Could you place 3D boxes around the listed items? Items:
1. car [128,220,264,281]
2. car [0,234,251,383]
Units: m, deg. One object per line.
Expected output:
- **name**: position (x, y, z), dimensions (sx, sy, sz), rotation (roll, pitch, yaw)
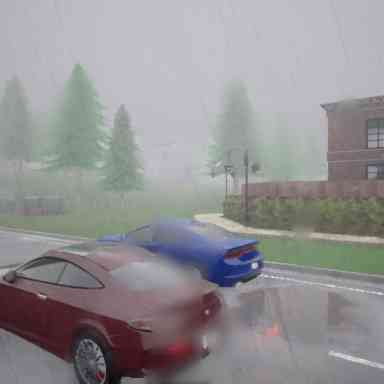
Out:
- **car**: position (-0.624, 1.478, 8.735), dimensions (5.008, 1.535, 1.882), rotation (0, 0, 36)
- **car**: position (-1.655, 1.526, 5.169), dimensions (4.674, 1.442, 1.812), rotation (0, 0, 36)
